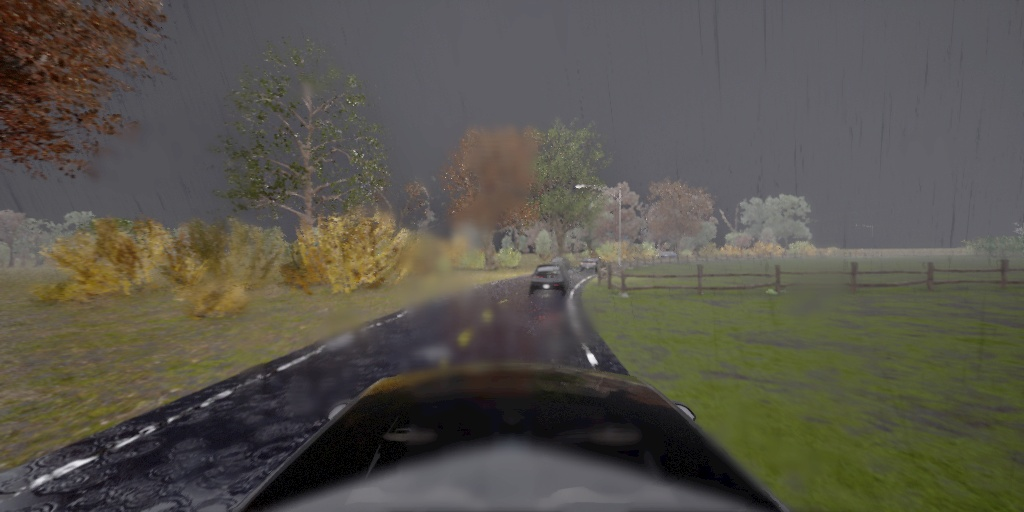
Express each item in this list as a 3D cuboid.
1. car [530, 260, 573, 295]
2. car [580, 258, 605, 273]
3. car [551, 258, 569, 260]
[{"bbox_3d":[2.119,1.151,18.995,1.837,1.490,4.892,0,0,12],"label":"car"},{"bbox_3d":[8.499,0.905,37.685,2.128,1.511,4.902,1,1,25],"label":"car"},{"bbox_3d":[4.754,0.925,36.570,1.837,1.490,4.892,0,1,24],"label":"car"}]
